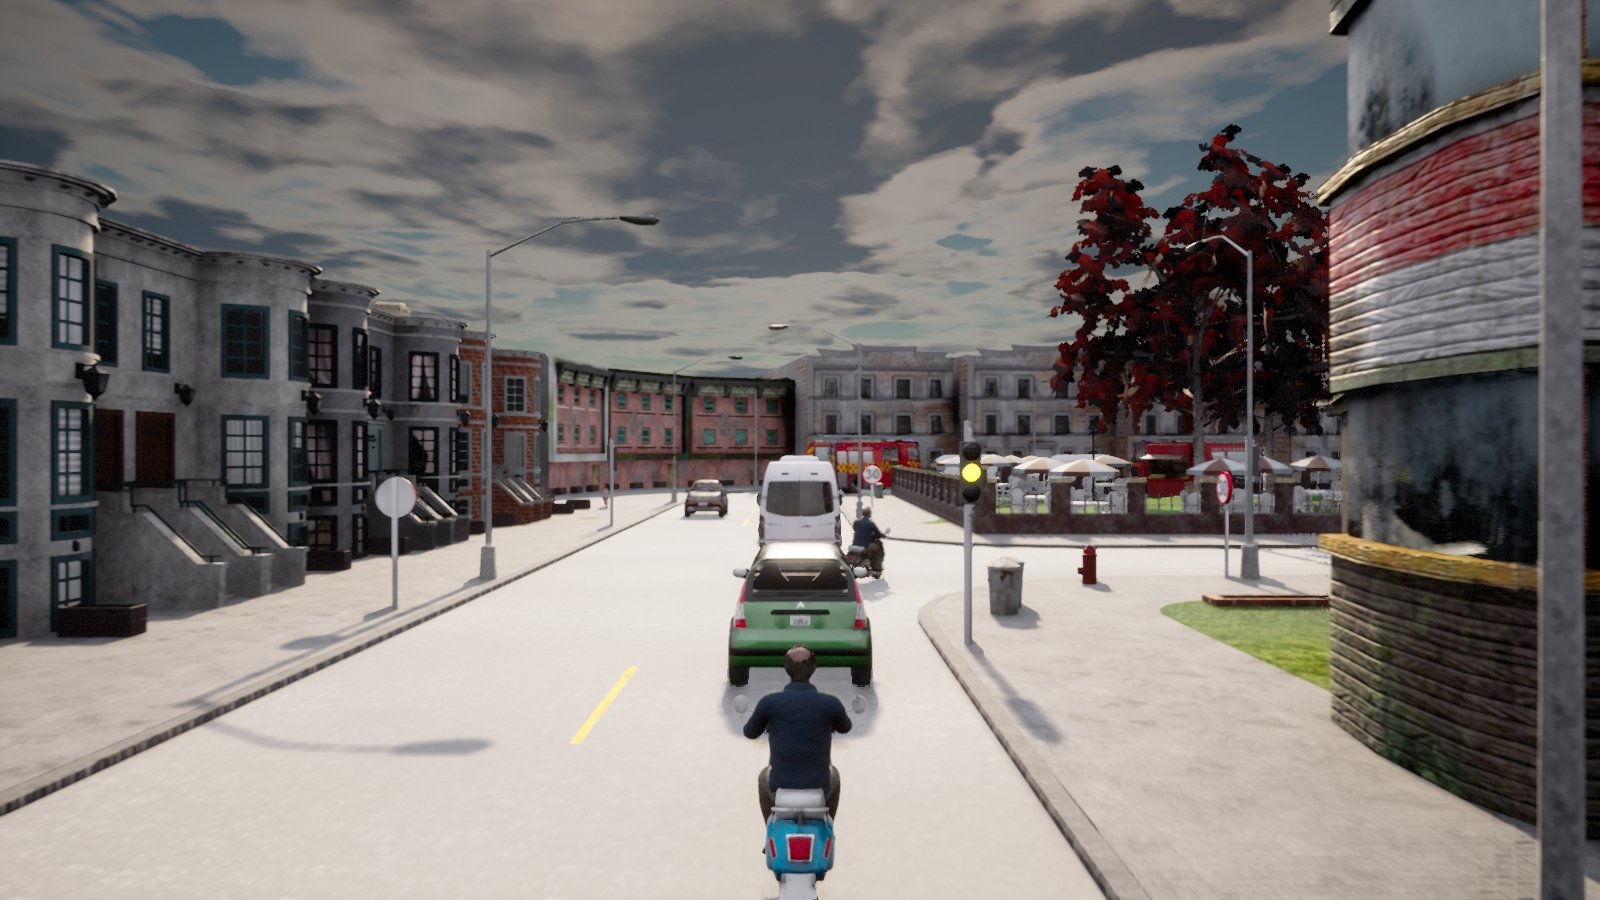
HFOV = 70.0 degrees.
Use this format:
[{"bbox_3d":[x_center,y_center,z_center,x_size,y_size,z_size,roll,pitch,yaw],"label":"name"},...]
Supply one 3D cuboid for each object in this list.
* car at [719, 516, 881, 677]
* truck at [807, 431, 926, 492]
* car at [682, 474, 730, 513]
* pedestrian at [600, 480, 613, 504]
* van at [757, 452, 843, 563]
[{"bbox_3d":[-0.001,1.789,15.086,1.851,1.617,3.988,0,0,0],"label":"car"},{"bbox_3d":[4.516,0.717,75.827,8.468,3.827,2.891,0,0,-43],"label":"truck"},{"bbox_3d":[-4.015,1.836,49.270,1.789,1.549,3.705,0,0,0],"label":"car"},{"bbox_3d":[-9.026,1.937,53.265,0.500,1.100,0.500,0,0,2],"label":"pedestrian"},{"bbox_3d":[-0.009,1.333,29.427,1.988,2.561,5.915,0,0,0],"label":"van"}]
